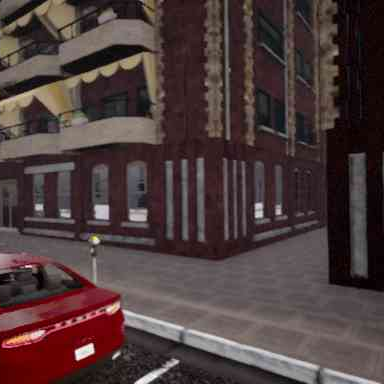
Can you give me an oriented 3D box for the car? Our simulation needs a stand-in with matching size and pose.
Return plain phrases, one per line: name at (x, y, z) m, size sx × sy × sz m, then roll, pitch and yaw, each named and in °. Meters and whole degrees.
car at (-2.956, 1.579, 4.841) m, size 4.507 × 1.381 × 1.887 m, roll 0°, pitch -1°, yaw 36°
